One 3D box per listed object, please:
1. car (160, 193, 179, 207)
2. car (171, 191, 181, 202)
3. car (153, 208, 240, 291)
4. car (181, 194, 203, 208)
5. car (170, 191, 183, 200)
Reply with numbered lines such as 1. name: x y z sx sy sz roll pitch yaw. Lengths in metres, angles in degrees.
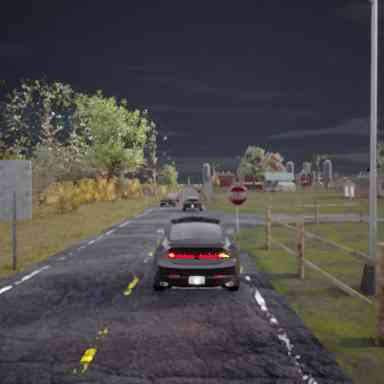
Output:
1. car: -2.890 1.075 40.663 1.895 1.301 4.718 0 1 0
2. car: -2.886 0.807 51.054 1.882 1.535 5.008 0 1 0
3. car: 0.088 1.394 8.670 1.837 1.490 4.892 0 0 0
4. car: 0.057 1.066 34.213 1.837 1.490 4.892 0 1 0
5. car: -2.841 0.656 62.568 2.128 1.511 4.902 0 1 0
